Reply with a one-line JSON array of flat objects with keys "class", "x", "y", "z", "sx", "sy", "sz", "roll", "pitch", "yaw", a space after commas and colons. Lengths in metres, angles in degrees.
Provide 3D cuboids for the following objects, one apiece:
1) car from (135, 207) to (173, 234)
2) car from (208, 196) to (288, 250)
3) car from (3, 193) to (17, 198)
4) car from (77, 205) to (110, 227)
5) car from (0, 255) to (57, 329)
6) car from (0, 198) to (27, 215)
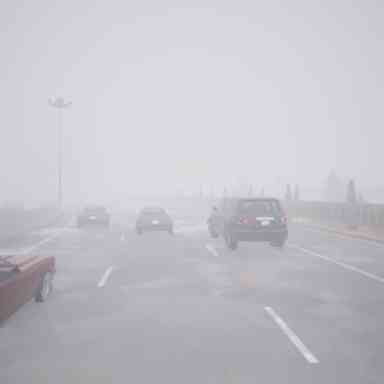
[{"class": "car", "x": -2.293, "y": 1.546, "z": 19.406, "sx": 1.994, "sy": 1.385, "sz": 4.181, "roll": 0, "pitch": 0, "yaw": -11}, {"class": "car", "x": 2.216, "y": 1.194, "z": 14.501, "sx": 2.150, "sy": 2.045, "sz": 5.566, "roll": 0, "pitch": 0, "yaw": -8}, {"class": "car", "x": -37.042, "y": 1.220, "z": 67.712, "sx": 2.150, "sy": 2.045, "sz": 5.566, "roll": 0, "pitch": 0, "yaw": -31}, {"class": "car", "x": -6.654, "y": 1.558, "z": 22.712, "sx": 1.994, "sy": 1.385, "sz": 4.181, "roll": 0, "pitch": 0, "yaw": -14}, {"class": "car", "x": -3.746, "y": 1.607, "z": 5.189, "sx": 1.895, "sy": 1.301, "sz": 4.718, "roll": 0, "pitch": 0, "yaw": -4}, {"class": "car", "x": -17.275, "y": 1.584, "z": 32.289, "sx": 1.994, "sy": 1.385, "sz": 4.181, "roll": 0, "pitch": 0, "yaw": -22}]
